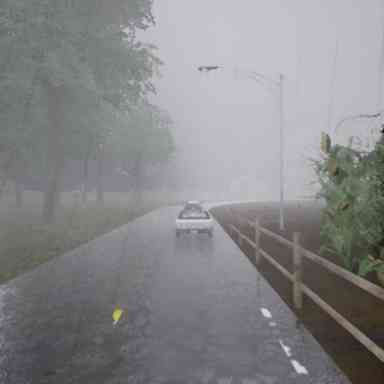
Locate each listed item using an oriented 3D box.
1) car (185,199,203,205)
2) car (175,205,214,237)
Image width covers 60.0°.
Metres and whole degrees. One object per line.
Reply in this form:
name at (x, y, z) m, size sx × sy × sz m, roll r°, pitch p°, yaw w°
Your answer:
car at (0.183, 1.506, 35.875) m, size 1.812 × 1.442 × 4.674 m, roll 0°, pitch 0°, yaw 2°
car at (0.106, 1.604, 18.097) m, size 1.895 × 1.301 × 4.718 m, roll 0°, pitch 0°, yaw 0°
